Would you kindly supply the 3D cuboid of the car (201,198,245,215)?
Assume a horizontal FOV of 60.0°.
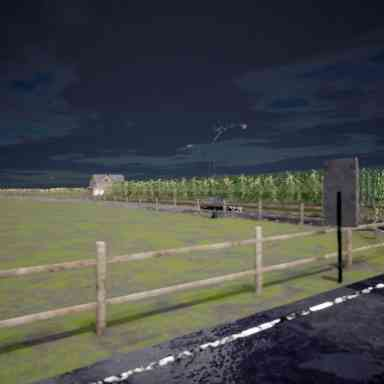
[{"bbox_3d":[2.819,1.293,31.304,2.128,1.511,4.902,-1,1,-36],"label":"car"}]
